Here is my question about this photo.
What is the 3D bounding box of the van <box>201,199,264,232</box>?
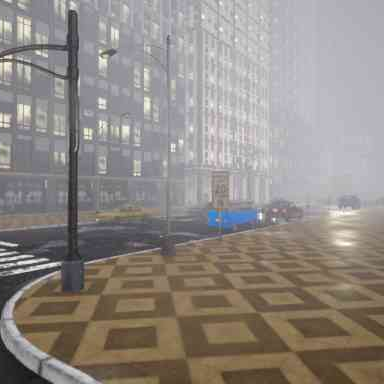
[{"bbox_3d":[2.571,1.368,20.280,1.690,1.788,3.998,0,0,38],"label":"van"}]

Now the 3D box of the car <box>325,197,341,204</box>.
[{"bbox_3d":[28.397,1.624,67.011,2.008,1.369,4.403,0,0,38],"label":"car"}]

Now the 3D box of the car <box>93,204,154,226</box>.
[{"bbox_3d":[-4.822,1.540,23.987,1.752,1.417,4.829,0,0,38],"label":"car"}]

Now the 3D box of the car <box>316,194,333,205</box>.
[{"bbox_3d":[25.007,1.381,62.599,2.192,1.841,5.009,0,0,38],"label":"car"}]

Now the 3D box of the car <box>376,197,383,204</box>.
[{"bbox_3d":[38.034,1.658,66.620,1.947,1.339,4.313,0,0,38],"label":"car"}]

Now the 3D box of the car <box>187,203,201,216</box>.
[{"bbox_3d":[1.279,1.604,31.715,1.802,1.307,4.206,0,0,38],"label":"car"}]

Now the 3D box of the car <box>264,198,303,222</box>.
[{"bbox_3d":[7.527,1.472,26.914,1.967,1.590,4.097,0,0,38],"label":"car"}]

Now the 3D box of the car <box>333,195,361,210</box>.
[{"bbox_3d":[21.086,1.368,44.562,2.192,1.841,5.009,0,0,38],"label":"car"}]
